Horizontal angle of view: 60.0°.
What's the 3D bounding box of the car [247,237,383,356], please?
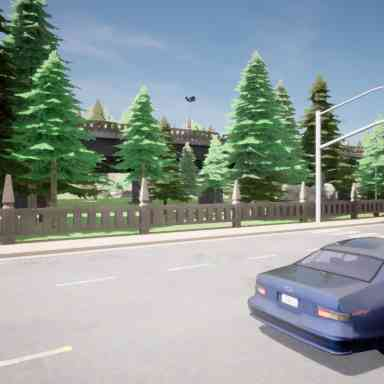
[{"bbox_3d":[3.496,1.547,5.918,5.357,1.411,2.033,0,0,-31],"label":"car"}]
